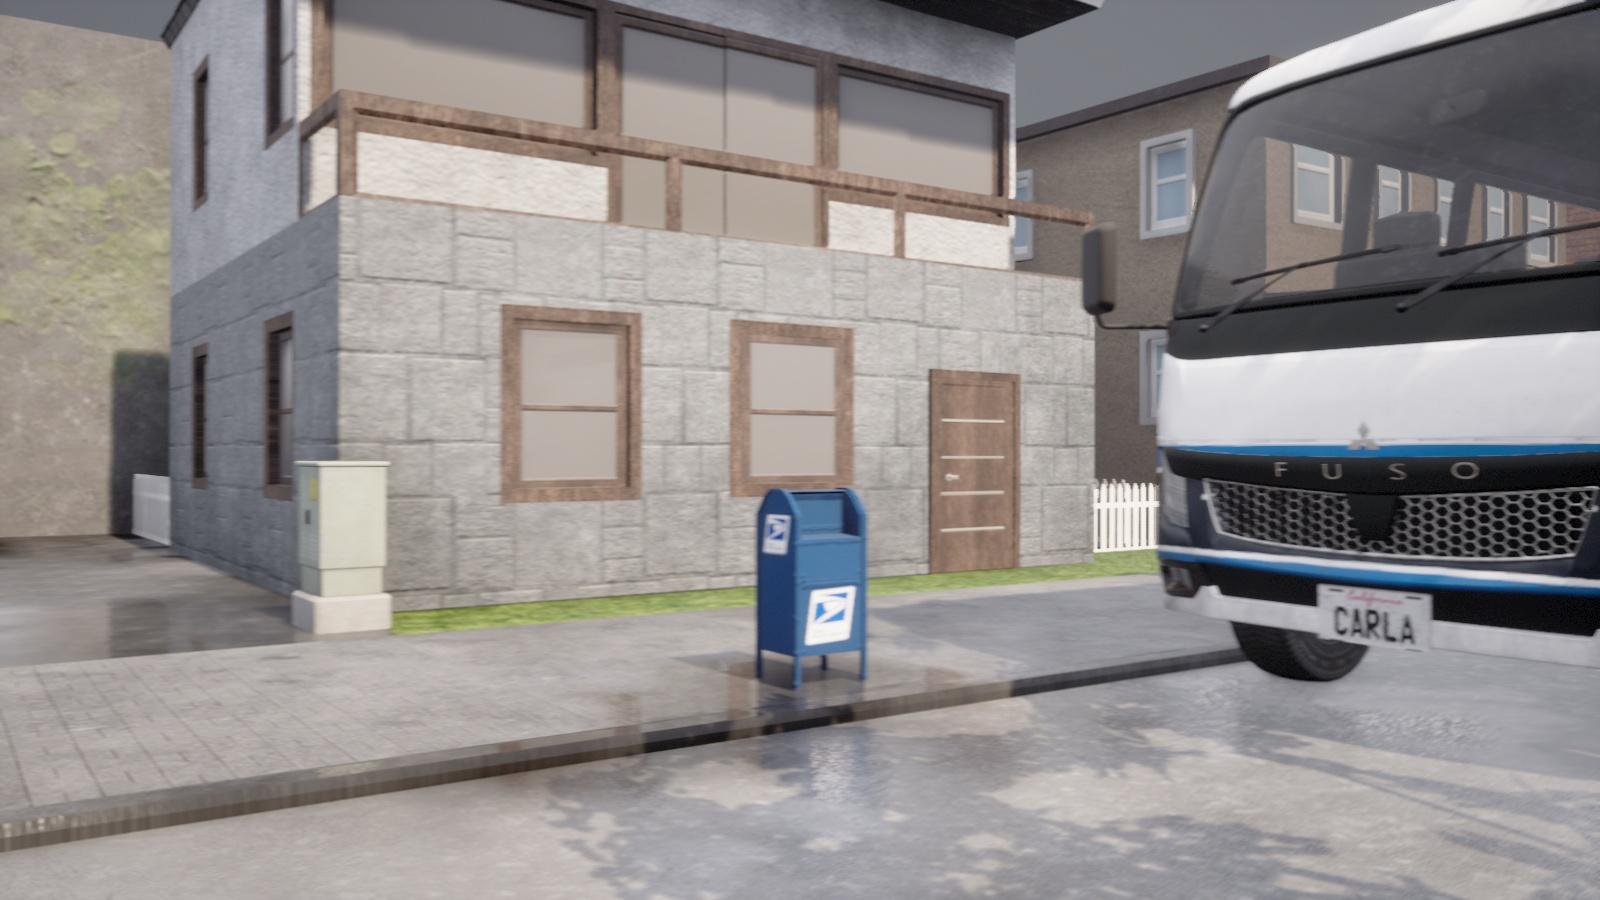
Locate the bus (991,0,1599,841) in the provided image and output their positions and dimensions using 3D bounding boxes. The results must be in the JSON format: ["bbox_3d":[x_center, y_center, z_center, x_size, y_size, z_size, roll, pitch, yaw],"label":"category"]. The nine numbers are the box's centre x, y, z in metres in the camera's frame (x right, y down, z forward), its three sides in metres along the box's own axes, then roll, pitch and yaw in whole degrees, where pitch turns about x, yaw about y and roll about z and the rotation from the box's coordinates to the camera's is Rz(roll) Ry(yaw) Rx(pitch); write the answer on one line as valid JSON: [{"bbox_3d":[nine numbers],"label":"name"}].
[{"bbox_3d":[6.521,-0.623,8.880,10.273,4.253,3.944,0,0,-34],"label":"bus"}]
